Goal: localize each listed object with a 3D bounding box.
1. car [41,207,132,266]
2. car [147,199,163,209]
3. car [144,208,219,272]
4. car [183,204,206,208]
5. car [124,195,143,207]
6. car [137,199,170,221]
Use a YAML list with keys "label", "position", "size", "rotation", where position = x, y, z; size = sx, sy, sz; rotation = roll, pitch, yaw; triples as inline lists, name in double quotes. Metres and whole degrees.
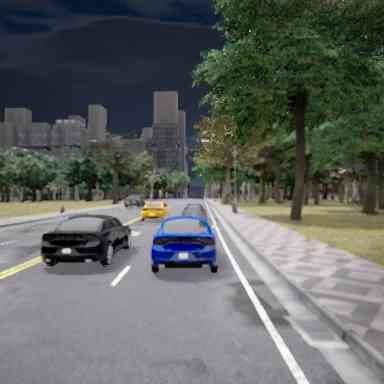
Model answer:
- label: "car"
  position: [-3.425, 1.507, 11.692]
  size: [1.882, 1.535, 5.008]
  rotation: [0, -1, 1]
- label: "car"
  position: [-5.700, 1.801, 51.701]
  size: [1.994, 1.385, 4.181]
  rotation: [0, 0, 2]
- label: "car"
  position: [-0.189, 1.504, 10.954]
  size: [1.882, 1.535, 5.008]
  rotation: [0, -1, 1]
- label: "car"
  position: [0.207, 1.655, 27.335]
  size: [1.994, 1.385, 4.181]
  rotation: [0, 0, 2]
- label: "car"
  position: [-8.943, 1.462, 51.906]
  size: [2.150, 2.045, 5.566]
  rotation: [0, 0, 2]
- label: "car"
  position: [-3.012, 1.575, 28.284]
  size: [1.882, 1.535, 5.008]
  rotation: [0, 0, 2]
